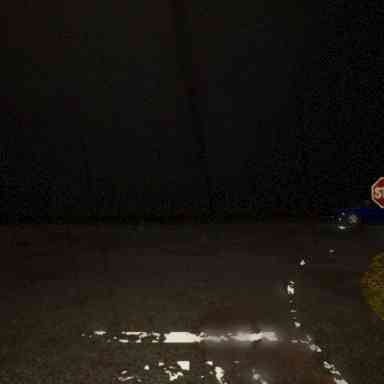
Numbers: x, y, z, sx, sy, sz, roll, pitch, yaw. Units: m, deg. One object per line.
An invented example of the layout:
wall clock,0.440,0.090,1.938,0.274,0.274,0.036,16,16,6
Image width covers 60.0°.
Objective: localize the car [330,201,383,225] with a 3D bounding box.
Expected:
car,11.793,1.345,22.079,5.008,1.535,1.882,-1,-3,-1
